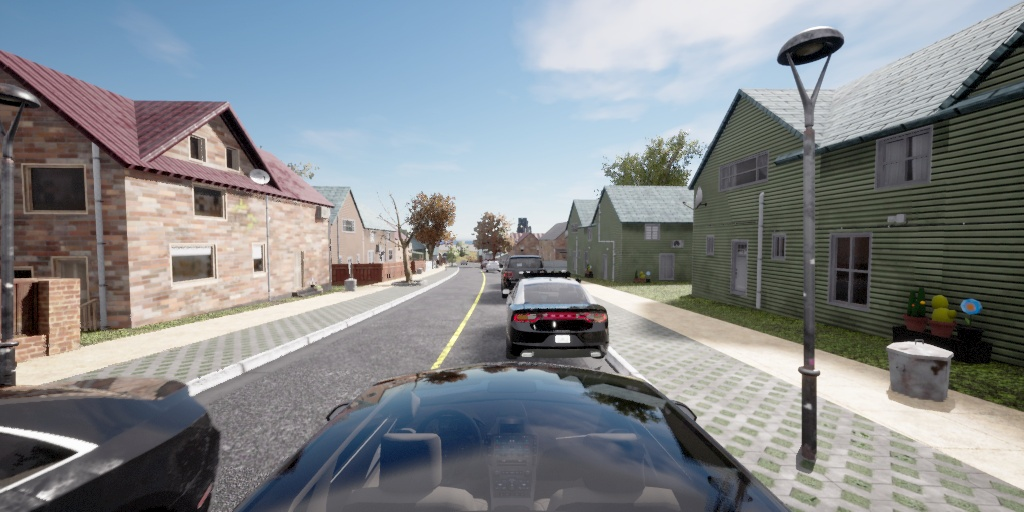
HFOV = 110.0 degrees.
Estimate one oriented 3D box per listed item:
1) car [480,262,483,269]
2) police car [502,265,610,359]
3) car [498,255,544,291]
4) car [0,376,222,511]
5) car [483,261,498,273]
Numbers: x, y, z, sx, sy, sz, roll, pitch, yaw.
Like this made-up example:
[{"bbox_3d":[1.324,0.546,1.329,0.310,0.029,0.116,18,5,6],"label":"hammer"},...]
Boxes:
[{"bbox_3d":[-4.390,1.508,61.472,1.812,1.442,4.674,0,0,-9],"label":"car"},{"bbox_3d":[0.803,1.174,8.534,1.930,1.638,5.238,0,0,-1],"label":"police car"},{"bbox_3d":[0.529,0.987,18.515,2.150,2.045,5.566,0,0,-2],"label":"car"},{"bbox_3d":[-2.808,1.256,0.288,1.837,1.490,4.892,0,0,0],"label":"car"},{"bbox_3d":[-2.516,1.410,47.592,1.812,1.442,4.674,0,0,-6],"label":"car"}]
